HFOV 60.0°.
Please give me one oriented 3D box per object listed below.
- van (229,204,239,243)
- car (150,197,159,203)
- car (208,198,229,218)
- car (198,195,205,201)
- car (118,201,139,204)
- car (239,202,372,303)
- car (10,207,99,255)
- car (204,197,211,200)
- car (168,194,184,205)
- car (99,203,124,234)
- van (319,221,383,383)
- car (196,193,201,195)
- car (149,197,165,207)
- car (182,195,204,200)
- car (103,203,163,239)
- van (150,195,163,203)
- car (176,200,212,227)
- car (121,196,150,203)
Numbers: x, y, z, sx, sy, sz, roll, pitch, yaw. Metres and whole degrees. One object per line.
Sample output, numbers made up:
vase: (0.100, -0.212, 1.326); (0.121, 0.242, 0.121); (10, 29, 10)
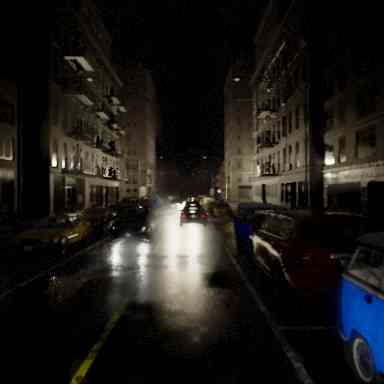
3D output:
van: (2.679, 1.345, 13.540); (1.690, 1.788, 3.998); (0, 0, 0)
car: (-5.394, 1.593, 40.569); (1.802, 1.307, 4.206); (0, 0, 0)
car: (2.663, 1.533, 29.929); (1.752, 1.417, 4.829); (0, 0, 0)
car: (2.634, 1.608, 89.347); (1.802, 1.307, 4.206); (0, 0, 0)
car: (-5.398, 1.573, 24.351); (1.947, 1.339, 4.313); (0, 0, 0)
car: (2.684, 1.317, 8.134); (2.192, 1.841, 5.009); (0, 0, 0)
car: (-5.400, 1.529, 13.369); (1.752, 1.417, 4.829); (0, 0, 0)
car: (2.658, 1.450, 35.164); (1.967, 1.590, 4.097); (0, 0, 0)
car: (-2.752, 1.619, 60.278); (1.994, 1.385, 4.181); (0, 0, 0)
car: (-5.399, 1.556, 18.944); (2.008, 1.369, 4.403); (0, 0, 0)
van: (2.689, 1.342, 2.727); (1.690, 1.788, 3.998); (0, 0, 0)
car: (2.634, 1.575, 83.665); (2.008, 1.369, 4.403); (0, 0, 0)
car: (-5.392, 1.565, 51.382); (2.008, 1.369, 4.403); (0, 0, 0)
car: (0.098, 1.503, 42.737); (2.128, 1.511, 4.902); (0, 0, 0)
car: (-2.850, 1.552, 17.566); (2.033, 1.411, 5.357); (0, 0, 0)
van: (-5.393, 1.354, 45.976); (1.690, 1.788, 3.998); (0, 0, 0)
car: (0.096, 1.554, 23.072); (2.033, 1.411, 5.357); (0, 0, 0)
car: (-5.397, 1.323, 29.757); (2.192, 1.841, 5.009); (0, 0, 0)
